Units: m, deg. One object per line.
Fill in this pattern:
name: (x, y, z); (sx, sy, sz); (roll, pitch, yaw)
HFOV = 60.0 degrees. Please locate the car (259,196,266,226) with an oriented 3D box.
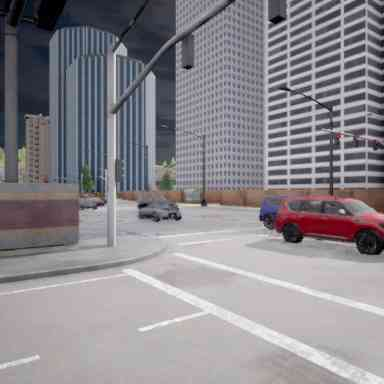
car: (6.368, 1.223, 19.192); (2.150, 2.045, 5.566); (0, 0, -35)

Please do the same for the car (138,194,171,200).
car: (-3.577, 1.222, 33.298); (2.150, 2.045, 5.566); (0, 0, -35)

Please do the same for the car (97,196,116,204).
car: (-16.571, 1.547, 64.210); (2.033, 1.411, 5.357); (0, 0, -34)

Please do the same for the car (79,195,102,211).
car: (-13.148, 1.504, 40.820); (1.837, 1.490, 4.892); (0, 0, -35)

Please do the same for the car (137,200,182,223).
car: (-2.542, 1.564, 25.755); (1.994, 1.385, 4.181); (0, 0, -35)

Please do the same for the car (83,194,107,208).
car: (-14.357, 1.477, 48.660); (1.882, 1.535, 5.008); (0, 0, -35)

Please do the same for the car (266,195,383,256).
car: (5.995, 1.224, 13.642); (2.150, 2.045, 5.566); (0, 0, -35)
